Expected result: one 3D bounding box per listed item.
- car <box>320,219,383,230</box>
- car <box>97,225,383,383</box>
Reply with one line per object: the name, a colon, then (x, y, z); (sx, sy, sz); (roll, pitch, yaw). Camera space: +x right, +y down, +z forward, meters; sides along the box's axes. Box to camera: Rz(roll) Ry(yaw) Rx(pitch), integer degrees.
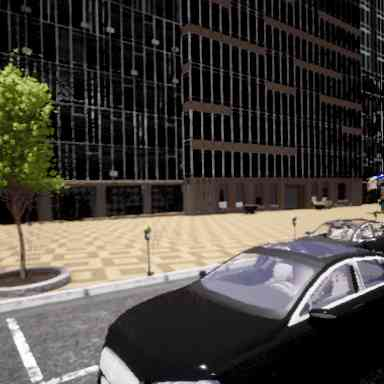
car: (4.592, 1.499, 9.848); (4.403, 1.369, 2.008); (0, -1, -35)
car: (1.291, 1.472, 4.278); (4.902, 1.511, 2.128); (0, 0, -35)
